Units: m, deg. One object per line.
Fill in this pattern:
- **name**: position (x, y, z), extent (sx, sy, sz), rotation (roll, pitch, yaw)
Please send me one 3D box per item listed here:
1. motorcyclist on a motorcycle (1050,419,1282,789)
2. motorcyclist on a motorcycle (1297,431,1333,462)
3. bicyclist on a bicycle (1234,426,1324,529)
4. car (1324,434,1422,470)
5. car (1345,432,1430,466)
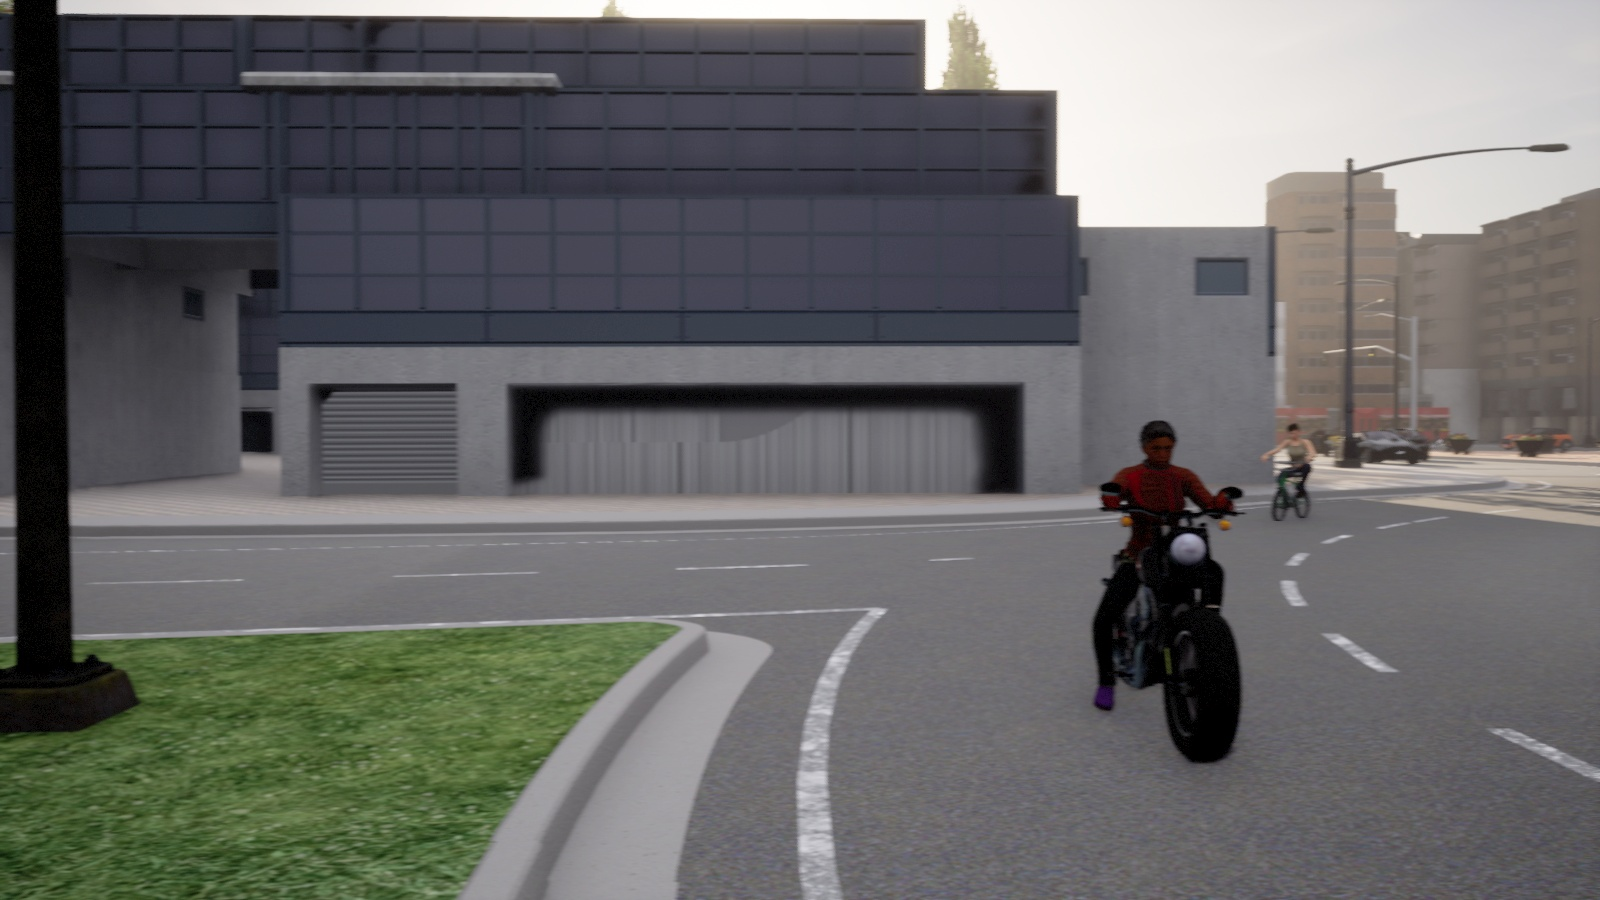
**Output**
- **motorcyclist on a motorcycle**: position (1.867, 0.662, 6.795), extent (0.766, 1.649, 2.350), rotation (0, 1, 6)
- **motorcyclist on a motorcycle**: position (26.562, -0.193, 64.825), extent (0.866, 1.530, 2.191), rotation (0, 1, -2)
- **bicyclist on a bicycle**: position (7.928, 0.422, 20.756), extent (0.866, 1.612, 1.509), rotation (2, 2, 43)
- **car**: position (23.416, 0.061, 51.507), extent (1.994, 1.385, 4.181), rotation (0, 1, -2)
- **car**: position (26.760, -0.081, 57.372), extent (1.816, 1.474, 4.193), rotation (0, 1, -2)
